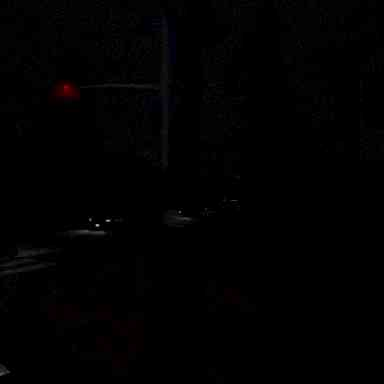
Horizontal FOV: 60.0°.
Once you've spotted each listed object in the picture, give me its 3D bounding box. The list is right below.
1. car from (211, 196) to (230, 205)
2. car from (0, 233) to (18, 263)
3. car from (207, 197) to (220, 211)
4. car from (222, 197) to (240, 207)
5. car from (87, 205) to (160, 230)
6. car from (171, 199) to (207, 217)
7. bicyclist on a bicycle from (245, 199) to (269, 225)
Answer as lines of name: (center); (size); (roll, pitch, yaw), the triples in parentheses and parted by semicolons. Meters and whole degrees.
car: (5.280, 1.563, 62.035); (2.033, 1.411, 5.357); (0, 0, -11)
car: (-6.629, 1.524, 8.907); (1.812, 1.442, 4.674); (-1, 0, -2)
car: (2.069, 1.553, 41.067); (2.033, 1.411, 5.357); (0, 0, 9)
car: (6.317, 1.500, 52.048); (2.128, 1.511, 4.902); (0, 0, 0)
car: (-4.220, 1.546, 21.666); (2.033, 1.411, 5.357); (0, 0, 29)
car: (-0.424, 1.565, 30.951); (1.994, 1.385, 4.181); (0, 0, 19)
bicyclist on a bicycle: (4.183, 1.295, 21.429); (1.656, 1.620, 0.582); (0, 0, 25)
